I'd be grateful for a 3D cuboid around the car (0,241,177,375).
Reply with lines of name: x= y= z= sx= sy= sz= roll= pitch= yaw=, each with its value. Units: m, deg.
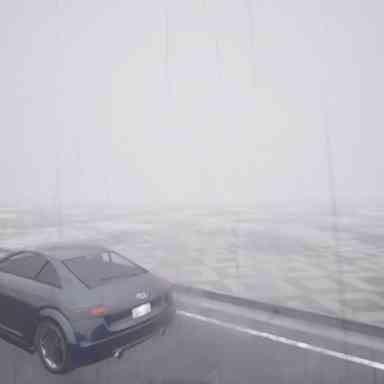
car: x=-2.306 y=1.548 z=5.624 sx=4.181 sy=1.385 sz=1.994 roll=0 pitch=0 yaw=36
